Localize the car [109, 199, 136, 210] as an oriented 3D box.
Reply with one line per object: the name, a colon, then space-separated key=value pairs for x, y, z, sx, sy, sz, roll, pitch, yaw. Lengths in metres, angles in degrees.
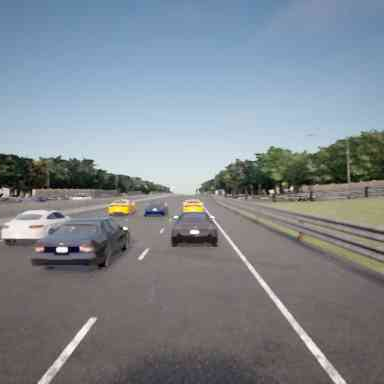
car: x=-6.894 y=1.490 z=33.351 sx=1.882 sy=1.535 sz=5.008 roll=0 pitch=0 yaw=0

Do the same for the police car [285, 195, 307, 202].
police car: x=18.468 y=1.040 z=59.478 sx=1.930 sy=1.638 sz=5.238 roll=0 pitch=-2 yaw=-17

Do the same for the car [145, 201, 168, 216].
car: x=-3.393 y=1.576 z=32.383 sx=1.994 sy=1.385 sz=4.181 roll=0 pitch=0 yaw=0

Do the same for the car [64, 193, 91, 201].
car: x=-17.554 y=1.226 z=52.152 sx=2.150 sy=2.045 sz=5.566 roll=0 pitch=0 yaw=0

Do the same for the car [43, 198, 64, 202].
car: x=-21.047 y=1.605 z=52.217 sx=1.895 sy=1.301 sz=4.718 roll=0 pitch=0 yaw=1

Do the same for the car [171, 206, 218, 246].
car: x=0.104 y=1.574 z=15.292 sx=1.994 sy=1.385 sz=4.181 roll=0 pitch=0 yaw=0

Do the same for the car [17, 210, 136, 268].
car: x=-3.398 y=1.555 z=11.207 sx=2.033 sy=1.411 sz=5.357 roll=0 pitch=0 yaw=0

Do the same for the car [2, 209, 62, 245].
car: x=-6.896 y=1.535 z=15.465 sx=1.812 sy=1.442 sz=4.674 roll=0 pitch=0 yaw=0

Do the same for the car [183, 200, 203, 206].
car: x=0.107 y=1.490 z=33.172 sx=1.882 sy=1.535 sz=5.008 roll=0 pitch=0 yaw=0

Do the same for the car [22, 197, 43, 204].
car: x=-24.540 y=1.552 z=52.212 sx=2.033 sy=1.411 sz=5.357 roll=0 pitch=0 yaw=1
